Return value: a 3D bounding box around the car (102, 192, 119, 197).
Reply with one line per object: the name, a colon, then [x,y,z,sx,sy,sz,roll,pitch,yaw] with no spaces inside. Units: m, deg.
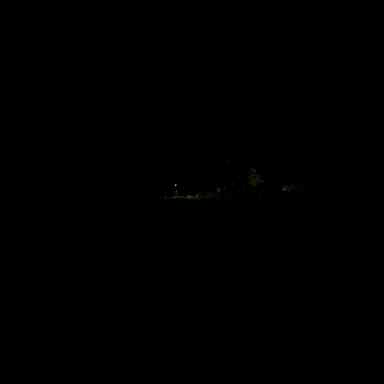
car: [-18.192,0.647,72.842,1.882,1.535,5.008,-2,0,36]
